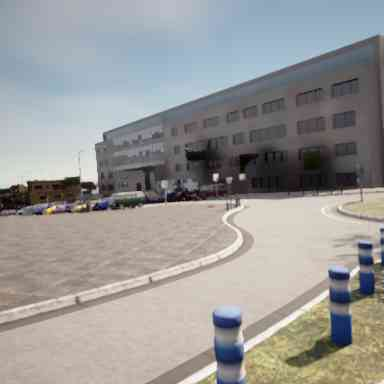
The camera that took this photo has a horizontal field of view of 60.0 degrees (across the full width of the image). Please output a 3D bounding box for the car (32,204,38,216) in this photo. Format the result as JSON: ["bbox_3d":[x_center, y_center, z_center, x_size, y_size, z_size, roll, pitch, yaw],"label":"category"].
[{"bbox_3d":[-22.990,2.732,54.807,5.566,2.045,2.435,-6,0,-44],"label":"car"}]

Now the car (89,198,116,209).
[{"bbox_3d":[-18.207,2.376,67.588,4.553,1.767,2.185,-6,0,-44],"label":"car"}]

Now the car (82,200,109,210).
[{"bbox_3d":[-20.101,2.716,69.614,4.892,1.521,2.231,-6,0,-44],"label":"car"}]

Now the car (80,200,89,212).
[{"bbox_3d":[-11.373,1.558,42.799,4.553,1.767,2.185,-6,0,-44],"label":"car"}]

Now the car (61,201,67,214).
[{"bbox_3d":[-15.299,2.154,46.905,4.792,1.488,2.163,-6,0,-44],"label":"car"}]

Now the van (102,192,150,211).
[{"bbox_3d":[-7.644,1.067,38.692,4.442,1.987,1.878,-6,1,-44],"label":"van"}]

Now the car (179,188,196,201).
[{"bbox_3d":[1.127,0.391,47.546,4.792,1.488,2.163,-6,0,-44],"label":"car"}]

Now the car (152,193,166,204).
[{"bbox_3d":[-2.790,0.523,51.512,5.566,2.045,2.435,-6,0,-44],"label":"car"}]

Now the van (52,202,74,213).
[{"bbox_3d":[-31.608,3.777,81.759,4.442,1.987,1.878,-6,0,-44],"label":"van"}]

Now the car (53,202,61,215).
[{"bbox_3d":[-17.242,2.382,48.894,4.674,1.452,2.002,-6,0,-44],"label":"car"}]

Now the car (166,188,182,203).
[{"bbox_3d":[-0.855,0.563,49.563,5.008,1.535,2.097,-6,0,-44],"label":"car"}]

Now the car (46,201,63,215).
[{"bbox_3d":[-19.083,2.588,50.812,4.674,1.452,2.002,-6,0,-44],"label":"car"}]

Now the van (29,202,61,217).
[{"bbox_3d":[-24.977,2.980,56.754,4.442,1.987,1.878,-6,0,-44],"label":"van"}]

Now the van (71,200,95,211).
[{"bbox_3d":[-24.062,2.931,73.558,4.442,1.987,1.878,-6,0,-44],"label":"van"}]

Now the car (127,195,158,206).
[{"bbox_3d":[-8.503,1.445,57.580,4.792,1.488,2.163,-6,0,-44],"label":"car"}]

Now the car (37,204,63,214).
[{"bbox_3d":[-37.461,4.406,87.728,5.566,2.045,2.435,-6,0,-44],"label":"car"}]

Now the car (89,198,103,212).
[{"bbox_3d":[-9.459,1.474,40.766,5.008,1.535,2.097,-6,0,-44],"label":"car"}]

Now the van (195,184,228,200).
[{"bbox_3d":[3.092,-0.042,45.601,4.442,1.987,1.878,-6,1,-44],"label":"van"}]

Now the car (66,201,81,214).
[{"bbox_3d":[-13.529,1.922,44.748,5.366,1.575,1.946,-6,0,-44],"label":"car"}]

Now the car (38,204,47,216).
[{"bbox_3d":[-20.970,2.757,53.037,5.366,1.575,1.946,-6,0,-44],"label":"car"}]

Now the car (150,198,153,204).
[{"bbox_3d":[-4.688,1.018,53.520,4.792,1.488,2.163,-6,0,-44],"label":"car"}]
